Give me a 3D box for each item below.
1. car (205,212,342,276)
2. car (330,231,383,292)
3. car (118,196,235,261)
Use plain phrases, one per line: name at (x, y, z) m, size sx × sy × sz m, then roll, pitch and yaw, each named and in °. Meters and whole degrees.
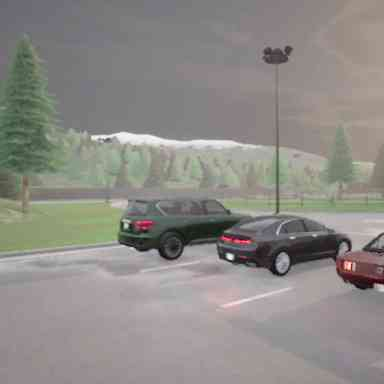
car at (2.990, 1.452, 10.210) m, size 4.892 × 1.490 × 1.837 m, roll 0°, pitch 0°, yaw -35°
car at (5.458, 1.545, 7.666) m, size 4.718 × 1.301 × 1.895 m, roll 0°, pitch 0°, yaw -35°
car at (0.048, 1.176, 12.417) m, size 5.566 × 2.045 × 2.150 m, roll 0°, pitch 0°, yaw -35°
